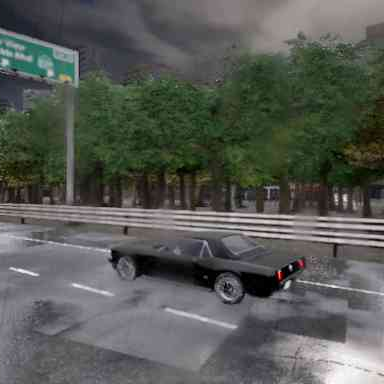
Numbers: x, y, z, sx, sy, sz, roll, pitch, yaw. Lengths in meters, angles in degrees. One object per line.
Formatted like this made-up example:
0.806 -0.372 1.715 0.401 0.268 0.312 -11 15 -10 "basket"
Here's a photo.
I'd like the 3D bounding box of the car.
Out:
0.133 1.602 8.072 4.718 1.301 1.895 0 0 36 "car"
